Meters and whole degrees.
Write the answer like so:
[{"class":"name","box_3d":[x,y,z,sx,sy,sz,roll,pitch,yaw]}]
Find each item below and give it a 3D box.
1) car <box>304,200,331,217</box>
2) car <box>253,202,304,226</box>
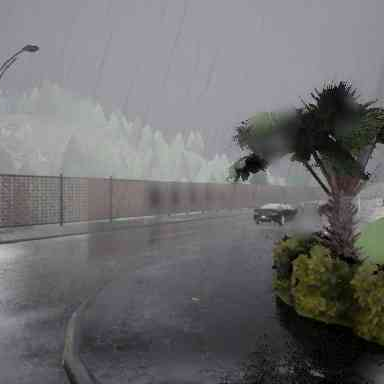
[{"class":"car","box_3d":[11.938,1.491,31.903,2.128,1.511,4.902,0,0,35]},{"class":"car","box_3d":[6.142,1.477,23.835,1.882,1.535,5.008,0,0,36]}]
